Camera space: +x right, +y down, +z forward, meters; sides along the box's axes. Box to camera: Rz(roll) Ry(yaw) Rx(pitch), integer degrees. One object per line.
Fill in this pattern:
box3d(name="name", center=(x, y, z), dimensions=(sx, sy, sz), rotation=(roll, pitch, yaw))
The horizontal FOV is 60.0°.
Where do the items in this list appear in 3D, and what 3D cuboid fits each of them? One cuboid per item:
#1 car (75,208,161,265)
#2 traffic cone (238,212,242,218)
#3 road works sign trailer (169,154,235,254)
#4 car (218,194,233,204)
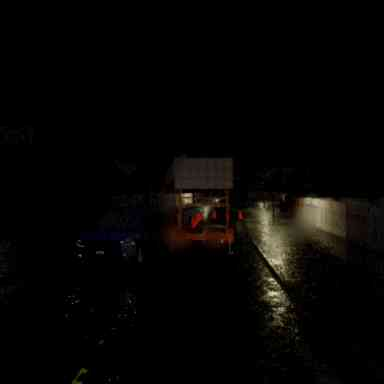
box3d(name="car", center=(-2.331, 1.369, 11.587), dimensions=(1.882, 1.535, 5.008), rotation=(0, 1, 4))
box3d(name="traffic cone", center=(3.707, 1.727, 25.684), dimensions=(0.340, 0.580, 0.340), rotation=(0, 0, 6))
box3d(name="road works sign trailer", center=(0.461, 0.343, 12.950), dimensions=(2.380, 3.560, 2.880), rotation=(0, 1, 6))
box3d(name="car", center=(5.318, 1.062, 52.521), dimensions=(1.882, 1.535, 5.008), rotation=(0, 0, 15))
